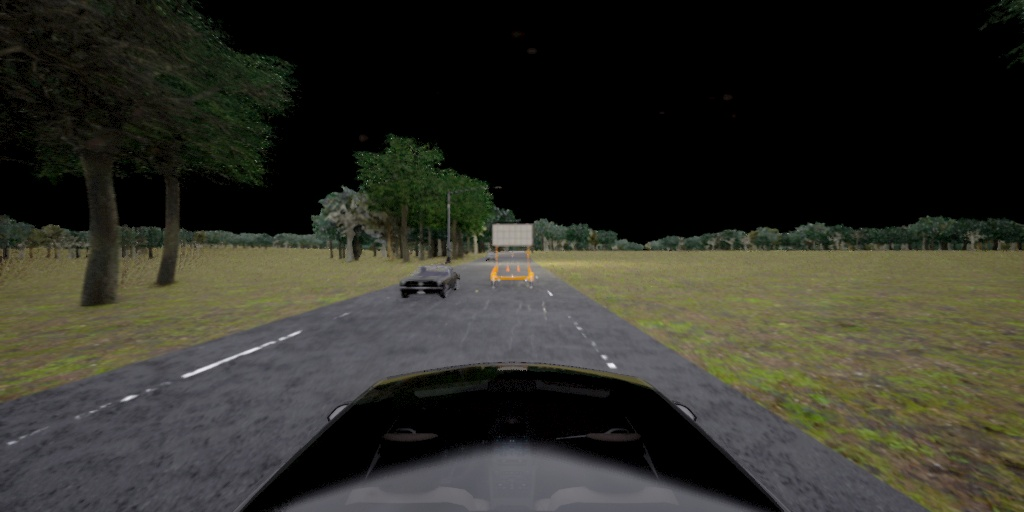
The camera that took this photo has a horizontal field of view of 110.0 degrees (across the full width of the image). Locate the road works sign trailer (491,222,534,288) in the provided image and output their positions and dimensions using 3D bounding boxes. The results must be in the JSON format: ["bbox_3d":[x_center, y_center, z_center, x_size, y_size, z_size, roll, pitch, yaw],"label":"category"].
[{"bbox_3d":[0.030,-0.117,20.367,2.380,3.560,2.880,0,0,0],"label":"road works sign trailer"}]

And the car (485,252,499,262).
[{"bbox_3d":[-3.226,0.147,57.828,1.837,1.490,4.892,0,1,1],"label":"car"}]

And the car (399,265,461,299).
[{"bbox_3d":[-3.574,1.099,16.292,1.895,1.301,4.718,0,1,0],"label":"car"}]
